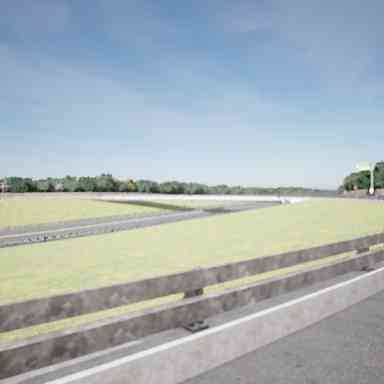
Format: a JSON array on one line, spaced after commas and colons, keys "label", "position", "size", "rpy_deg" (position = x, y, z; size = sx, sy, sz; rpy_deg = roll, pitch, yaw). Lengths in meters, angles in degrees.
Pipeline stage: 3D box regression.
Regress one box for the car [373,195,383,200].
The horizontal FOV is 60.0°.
[{"label": "car", "position": [42.139, 1.354, 74.157], "size": [1.837, 1.490, 4.892], "rpy_deg": [0, 0, 5]}]
